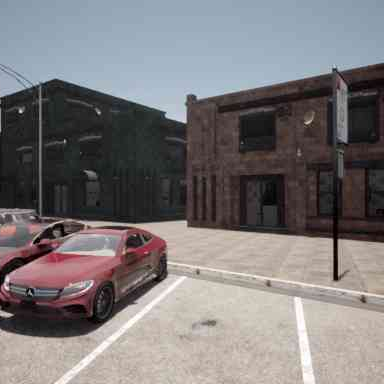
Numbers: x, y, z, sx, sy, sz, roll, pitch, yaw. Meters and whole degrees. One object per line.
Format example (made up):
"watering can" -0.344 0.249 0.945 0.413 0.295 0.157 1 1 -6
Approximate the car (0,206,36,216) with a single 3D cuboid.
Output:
"car" -6.826 1.366 10.953 2.185 1.767 4.553 1 -1 15

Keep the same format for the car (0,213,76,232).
"car" -4.398 1.518 9.156 2.163 1.488 4.792 1 -1 15

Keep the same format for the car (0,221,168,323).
"car" -1.940 1.527 7.450 2.002 1.452 4.674 1 -1 15
